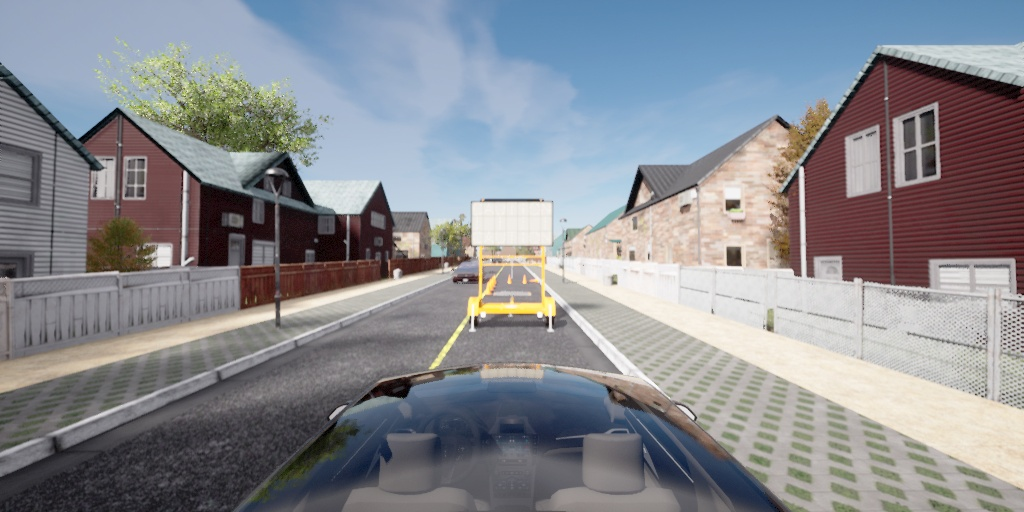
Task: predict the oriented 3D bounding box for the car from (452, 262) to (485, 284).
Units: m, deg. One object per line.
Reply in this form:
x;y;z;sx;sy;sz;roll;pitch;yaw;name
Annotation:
-2.838;1.097;24.626;2.033;1.411;5.357;0;0;0;car

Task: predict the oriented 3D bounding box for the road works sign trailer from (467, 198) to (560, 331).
0.002;0.127;10.568;2.380;3.560;2.880;0;0;1;road works sign trailer
